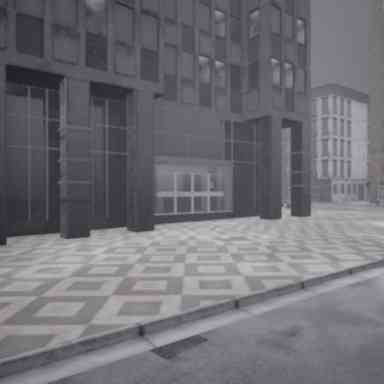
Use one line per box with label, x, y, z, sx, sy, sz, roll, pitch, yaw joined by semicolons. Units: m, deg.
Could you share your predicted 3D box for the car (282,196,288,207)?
car;9.146;0.788;41.135;2.150;2.045;5.566;0;0;-36
